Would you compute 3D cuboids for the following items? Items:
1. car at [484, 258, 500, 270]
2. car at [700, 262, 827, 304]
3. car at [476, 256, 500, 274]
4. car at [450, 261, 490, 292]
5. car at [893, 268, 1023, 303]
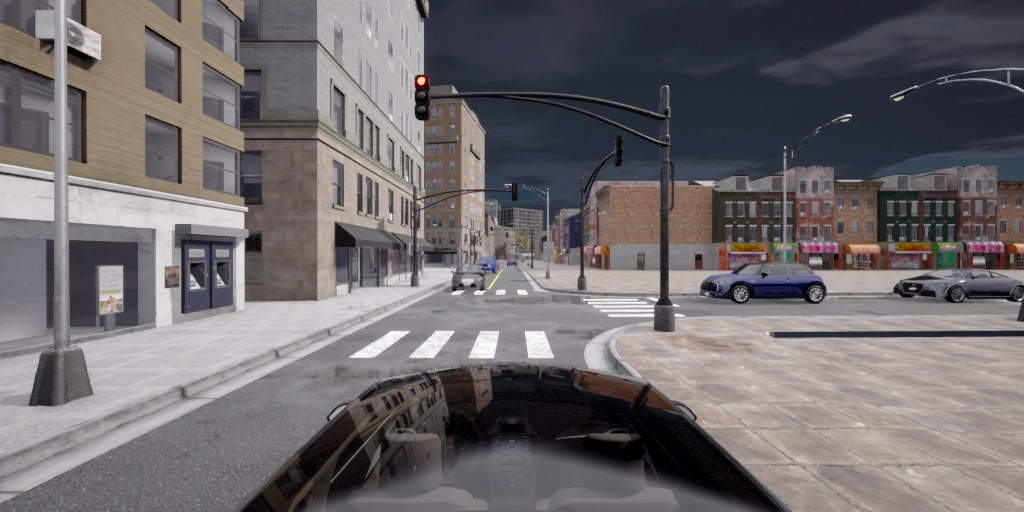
[{"bbox_3d":[-2.818,1.115,52.030,2.097,1.767,4.553,0,0,0],"label":"car"},{"bbox_3d":[10.741,1.053,15.590,4.553,1.767,2.097,0,0,1],"label":"car"},{"bbox_3d":[-2.887,0.977,41.048,2.150,2.045,5.566,0,0,0],"label":"car"},{"bbox_3d":[-2.583,1.242,21.408,2.128,1.511,4.902,0,0,-5],"label":"car"},{"bbox_3d":[19.420,1.233,15.617,4.181,1.385,1.994,0,0,0],"label":"car"}]
